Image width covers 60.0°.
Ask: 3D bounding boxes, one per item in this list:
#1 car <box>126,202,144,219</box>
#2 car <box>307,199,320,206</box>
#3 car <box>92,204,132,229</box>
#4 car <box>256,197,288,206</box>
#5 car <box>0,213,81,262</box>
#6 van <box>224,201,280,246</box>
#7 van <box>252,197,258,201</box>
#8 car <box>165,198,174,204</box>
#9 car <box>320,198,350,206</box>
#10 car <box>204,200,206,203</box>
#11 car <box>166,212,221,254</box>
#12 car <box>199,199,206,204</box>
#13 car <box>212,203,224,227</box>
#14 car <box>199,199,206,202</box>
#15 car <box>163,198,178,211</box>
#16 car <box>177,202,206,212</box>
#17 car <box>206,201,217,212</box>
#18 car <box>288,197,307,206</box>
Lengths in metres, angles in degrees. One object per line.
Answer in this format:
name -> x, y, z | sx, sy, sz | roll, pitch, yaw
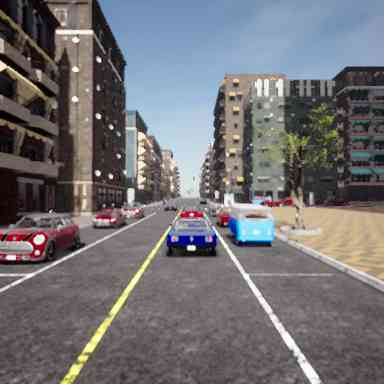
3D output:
car -> -5.830, 1.747, 32.533 | 1.967, 1.590, 4.097 | 1, -1, 0
car -> 24.774, 2.021, 65.292 | 4.507, 1.381, 1.887 | 0, -1, 0
car -> -5.775, 1.805, 23.628 | 1.802, 1.307, 4.206 | 1, -1, 0
car -> 13.663, 1.942, 56.983 | 4.206, 1.307, 1.802 | 0, -1, 0
car -> -5.691, 1.558, 12.491 | 1.967, 1.590, 4.097 | 1, -1, 0
van -> 2.721, 1.491, 15.885 | 1.690, 1.788, 3.998 | 1, -1, 0
van -> 13.717, 1.903, 65.366 | 3.998, 1.788, 1.690 | 0, -1, 0
car -> -5.739, 2.345, 84.140 | 1.887, 1.381, 4.507 | 1, -1, 0
car -> 24.717, 1.715, 56.915 | 4.097, 1.590, 1.967 | 0, -1, 0
car -> 2.802, 1.932, 40.344 | 2.008, 1.369, 4.403 | 1, -1, 0
car -> -0.008, 1.734, 14.117 | 1.895, 1.301, 4.718 | 0, 0, 0
car -> 2.641, 2.381, 84.105 | 1.802, 1.307, 4.206 | 1, -1, 0
car -> 2.768, 1.774, 24.344 | 1.887, 1.381, 4.507 | 1, -1, 0
car -> 2.645, 2.312, 78.534 | 1.947, 1.339, 4.313 | 1, -1, 0
car -> -3.035, 2.008, 48.759 | 2.033, 1.411, 5.357 | 0, -1, 0
car -> -0.016, 1.841, 29.322 | 1.994, 1.385, 4.181 | 0, 0, 0
car -> 2.806, 1.879, 34.774 | 2.008, 1.369, 4.403 | 1, -1, 0
car -> 19.244, 1.834, 65.331 | 5.009, 1.841, 2.192 | 0, -1, 0
